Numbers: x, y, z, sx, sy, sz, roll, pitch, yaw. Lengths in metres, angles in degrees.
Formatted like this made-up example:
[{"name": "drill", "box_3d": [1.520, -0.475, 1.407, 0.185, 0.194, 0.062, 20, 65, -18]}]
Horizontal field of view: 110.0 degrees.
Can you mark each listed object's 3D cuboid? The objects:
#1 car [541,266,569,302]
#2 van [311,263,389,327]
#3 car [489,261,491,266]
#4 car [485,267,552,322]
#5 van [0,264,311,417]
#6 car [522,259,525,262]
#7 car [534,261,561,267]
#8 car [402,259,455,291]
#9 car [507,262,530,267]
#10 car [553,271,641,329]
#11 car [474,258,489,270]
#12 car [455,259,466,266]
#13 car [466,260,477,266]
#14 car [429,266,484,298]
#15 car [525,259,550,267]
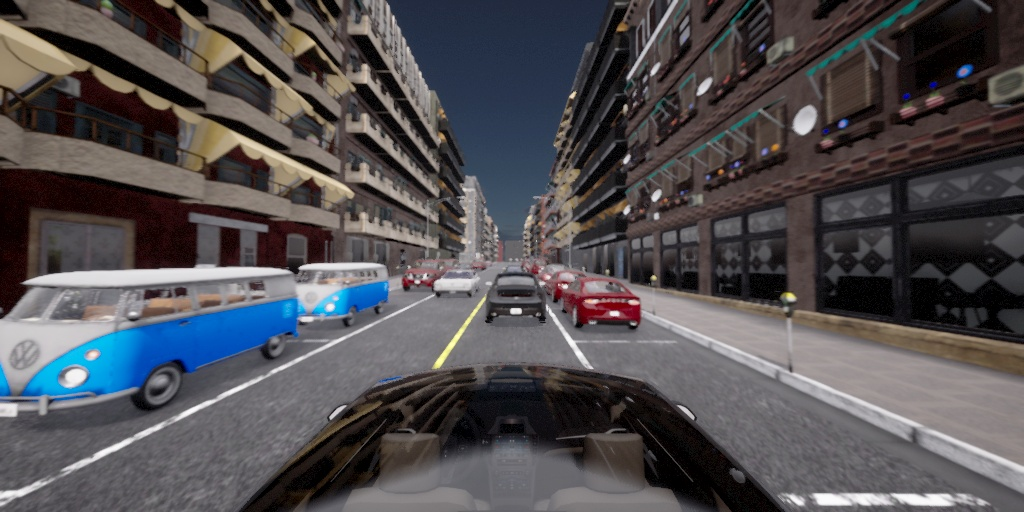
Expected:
[{"name": "car", "box_3d": [2.597, 1.355, 16.826, 1.888, 1.381, 4.507, 0, 0, 0]}, {"name": "van", "box_3d": [-5.299, 1.114, 11.377, 1.690, 1.789, 3.998, 0, 0, 0]}, {"name": "car", "box_3d": [-5.177, 1.568, 61.149, 1.888, 1.381, 4.507, 0, 0, 0]}, {"name": "car", "box_3d": [0.120, 1.293, 12.417, 1.837, 1.490, 4.892, 0, 0, 0]}, {"name": "van", "box_3d": [-5.312, 1.093, 5.846, 1.690, 1.789, 3.998, 0, 0, 0]}, {"name": "car", "box_3d": [2.631, 1.379, 44.481, 1.967, 1.591, 4.097, 0, 0, 0]}, {"name": "car", "box_3d": [2.618, 1.273, 22.358, 1.967, 1.591, 4.097, 0, 0, 0]}, {"name": "car", "box_3d": [-5.272, 1.132, 22.438, 2.192, 1.841, 5.009, 0, 0, 0]}, {"name": "car", "box_3d": [0.162, 1.423, 29.407, 1.994, 1.385, 4.181, 0, 0, 0]}, {"name": "car", "box_3d": [2.584, 1.333, 11.296, 1.888, 1.381, 4.507, 0, 0, 0]}, {"name": "car", "box_3d": [-5.190, 1.302, 55.618, 2.192, 1.841, 5.009, 0, 0, 0]}, {"name": "car", "box_3d": [-5.258, 1.156, 27.967, 2.192, 1.841, 5.009, 0, 0, 0]}, {"name": "car", "box_3d": [-5.231, 1.460, 39.029, 1.948, 1.339, 4.313, 0, 0, 0]}, {"name": "car", "box_3d": [-2.803, 1.409, 19.101, 1.895, 1.301, 4.718, 0, 0, 0]}, {"name": "car", "box_3d": [2.604, 1.197, 33.419, 2.192, 1.841, 5.009, 0, 0, 0]}]
